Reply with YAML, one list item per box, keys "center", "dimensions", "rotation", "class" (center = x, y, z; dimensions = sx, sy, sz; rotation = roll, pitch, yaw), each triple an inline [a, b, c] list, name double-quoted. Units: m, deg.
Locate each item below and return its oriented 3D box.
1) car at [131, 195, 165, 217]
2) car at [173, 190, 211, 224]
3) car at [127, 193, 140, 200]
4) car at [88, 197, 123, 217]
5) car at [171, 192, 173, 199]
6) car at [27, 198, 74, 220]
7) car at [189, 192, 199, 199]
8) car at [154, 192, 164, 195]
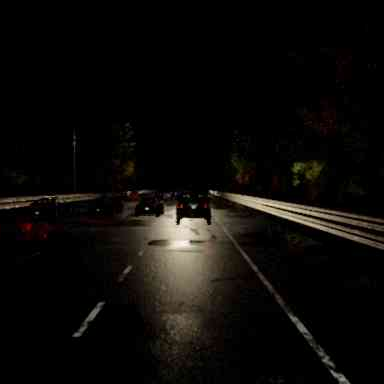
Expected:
- center: [-3.384, 1.200, 27.072]
  dimensions: [1.994, 1.385, 4.181]
  rotation: [0, 1, 0]
  class: "car"
- center: [0.105, 0.925, 22.050]
  dimensions: [2.150, 2.045, 5.566]
  rotation: [0, 1, 0]
  class: "car"
- center: [-10.216, 0.773, 59.369]
  dimensions: [1.994, 1.385, 4.181]
  rotation: [0, 1, 1]
  class: "car"
- center: [-6.884, 1.116, 26.870]
  dimensions: [1.882, 1.535, 5.008]
  rotation: [0, 1, 0]
  class: "car"
- center: [-3.151, 0.452, 67.748]
  dimensions: [2.097, 1.767, 4.553]
  rotation: [0, 1, 0]
  class: "car"
- center: [-10.390, 1.159, 24.774]
  dimensions: [2.128, 1.511, 4.902]
  rotation: [0, 1, 0]
  class: "car"
- center: [0.354, 0.646, 67.683]
  dimensions: [2.033, 1.411, 5.357]
  rotation: [0, 1, 0]
  class: "car"
- center: [-6.652, 0.653, 67.223]
  dimensions: [2.033, 1.411, 5.357]
  rotation: [0, 1, 0]
  class: "car"
